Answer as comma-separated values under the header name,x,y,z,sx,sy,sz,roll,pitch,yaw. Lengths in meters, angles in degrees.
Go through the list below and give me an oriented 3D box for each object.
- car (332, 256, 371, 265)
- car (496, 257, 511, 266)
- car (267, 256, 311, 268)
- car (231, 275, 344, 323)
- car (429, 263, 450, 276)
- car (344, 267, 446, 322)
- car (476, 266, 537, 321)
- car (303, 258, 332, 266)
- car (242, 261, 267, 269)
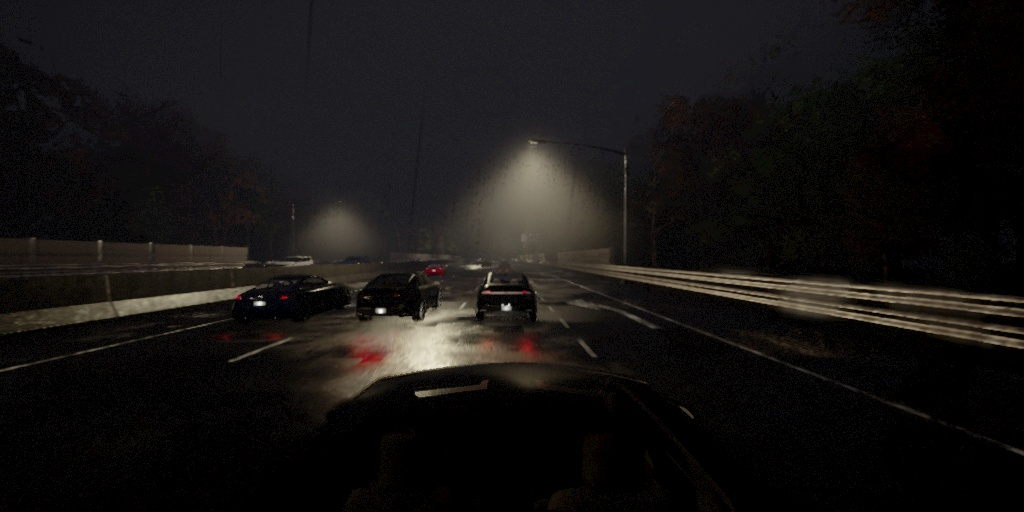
name,x,y,z,sx,sy,sz,roll,pitch,yaw
car,-18.416,1.052,42.140,2.150,2.045,5.566,0,0,-1
car,-1.297,1.457,62.071,2.128,1.511,4.902,0,0,-1
car,-25.406,1.027,41.905,2.150,2.045,5.566,0,0,-1
car,-7.200,1.327,12.171,1.994,1.385,4.181,0,0,-1
car,-7.756,1.417,37.424,1.994,1.385,4.181,0,0,-1
car,-3.703,1.282,12.396,1.837,1.490,4.892,0,0,-1
car,-0.208,1.280,12.628,2.128,1.511,4.902,0,0,-1
car,-21.921,1.314,42.392,2.128,1.511,4.902,0,0,-1
car,-28.900,1.286,41.491,2.128,1.511,4.902,0,0,-1
